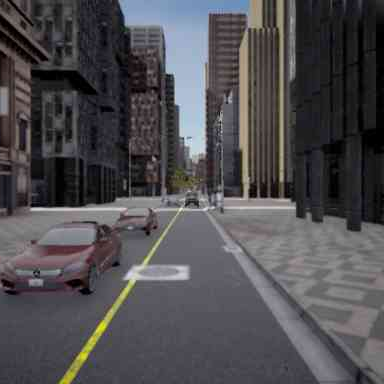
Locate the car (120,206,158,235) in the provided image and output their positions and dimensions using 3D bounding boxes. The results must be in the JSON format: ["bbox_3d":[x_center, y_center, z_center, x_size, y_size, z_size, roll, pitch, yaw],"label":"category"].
[{"bbox_3d":[-3.054,1.559,19.158,1.812,1.442,4.674,0,0,1],"label":"car"}]

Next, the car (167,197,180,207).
[{"bbox_3d":[-3.072,1.604,54.149,1.812,1.442,4.674,0,0,1],"label":"car"}]

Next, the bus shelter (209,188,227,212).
[{"bbox_3d":[3.121,0.938,40.940,1.920,2.740,3.880,0,0,0],"label":"bus shelter"}]

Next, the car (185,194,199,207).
[{"bbox_3d":[-0.019,1.387,49.178,1.837,1.490,4.892,0,0,0],"label":"car"}]

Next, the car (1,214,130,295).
[{"bbox_3d":[-3.092,1.543,8.923,1.812,1.442,4.674,0,0,0],"label":"car"}]
